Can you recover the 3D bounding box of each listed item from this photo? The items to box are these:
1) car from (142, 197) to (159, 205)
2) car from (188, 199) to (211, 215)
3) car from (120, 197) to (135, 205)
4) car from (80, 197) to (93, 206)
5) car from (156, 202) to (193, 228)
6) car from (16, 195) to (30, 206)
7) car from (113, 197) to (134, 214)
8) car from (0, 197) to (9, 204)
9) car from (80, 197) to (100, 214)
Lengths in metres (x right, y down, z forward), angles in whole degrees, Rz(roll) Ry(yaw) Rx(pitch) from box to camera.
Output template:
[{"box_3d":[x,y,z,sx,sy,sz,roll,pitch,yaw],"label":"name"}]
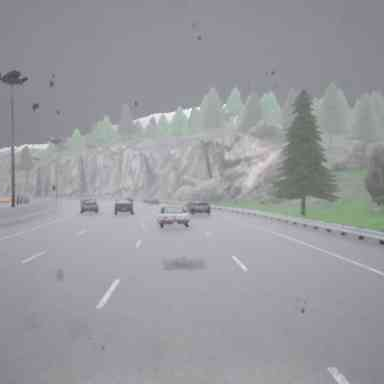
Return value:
[{"box_3d":[-7.698,1.615,61.706,2.033,1.411,5.357,-1,0,-25],"label":"car"},{"box_3d":[0.466,1.468,32.660,2.128,1.511,4.902,0,0,-12],"label":"car"},{"box_3d":[-11.953,1.629,61.236,1.837,1.490,4.892,0,0,-23],"label":"car"},{"box_3d":[-19.051,1.722,60.072,1.837,1.490,4.892,0,0,-23],"label":"car"},{"box_3d":[-1.372,1.607,22.574,1.895,1.301,4.718,-1,0,-9],"label":"car"},{"box_3d":[-32.900,1.617,64.824,2.150,2.045,5.566,-1,0,-27],"label":"car"},{"box_3d":[-7.574,1.557,36.570,1.882,1.535,5.008,0,0,-14],"label":"car"},{"box_3d":[-38.856,1.780,68.513,1.882,1.535,5.008,-1,0,-29],"label":"car"},{"box_3d":[-11.623,1.623,38.005,2.128,1.511,4.902,-1,0,-14],"label":"car"}]
